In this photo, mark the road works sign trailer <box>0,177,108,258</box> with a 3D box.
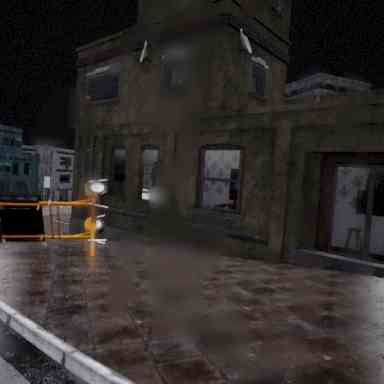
[{"bbox_3d":[-4.870,1.154,11.785,3.560,2.380,2.880,2,43,-17],"label":"road works sign trailer"}]
